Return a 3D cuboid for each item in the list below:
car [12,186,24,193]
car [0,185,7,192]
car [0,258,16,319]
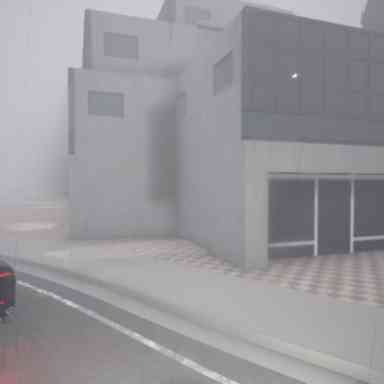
[{"bbox_3d":[-39.300,-0.575,75.268,1.994,1.385,4.181,0,2,-19],"label":"car"},{"bbox_3d":[-42.478,-0.733,73.750,1.812,1.442,4.674,0,2,-19],"label":"car"},{"bbox_3d":[-4.878,1.338,5.694,4.892,1.490,1.837,1,2,36],"label":"car"}]
